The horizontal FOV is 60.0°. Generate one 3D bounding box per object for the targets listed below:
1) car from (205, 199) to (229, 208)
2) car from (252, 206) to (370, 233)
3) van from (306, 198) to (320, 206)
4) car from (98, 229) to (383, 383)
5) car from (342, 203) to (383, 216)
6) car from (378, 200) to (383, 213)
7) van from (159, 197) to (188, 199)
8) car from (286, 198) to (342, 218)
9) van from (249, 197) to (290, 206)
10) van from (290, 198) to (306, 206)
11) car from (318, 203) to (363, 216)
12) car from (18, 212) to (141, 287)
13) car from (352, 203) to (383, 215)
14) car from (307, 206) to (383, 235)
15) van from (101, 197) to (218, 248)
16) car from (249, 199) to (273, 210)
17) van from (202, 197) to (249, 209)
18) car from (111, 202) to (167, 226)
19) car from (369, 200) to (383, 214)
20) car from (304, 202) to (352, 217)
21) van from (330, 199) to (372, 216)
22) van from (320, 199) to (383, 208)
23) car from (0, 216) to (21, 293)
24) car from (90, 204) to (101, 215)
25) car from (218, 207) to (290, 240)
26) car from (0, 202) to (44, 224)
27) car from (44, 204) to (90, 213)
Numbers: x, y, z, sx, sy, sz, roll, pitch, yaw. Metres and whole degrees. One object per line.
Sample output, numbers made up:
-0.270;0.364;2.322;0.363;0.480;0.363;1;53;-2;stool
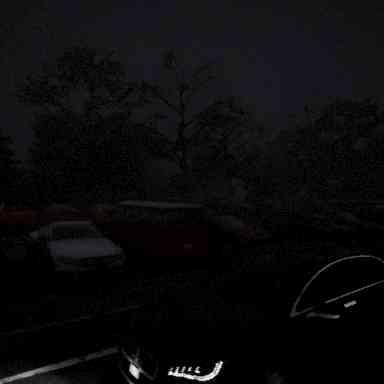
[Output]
0.451;1.652;28.383;1.946;1.575;5.366;1;0;-35;car
5.537;1.656;16.140;2.163;1.488;4.792;1;0;-35;car
11.449;1.675;36.570;1.878;1.987;4.442;2;-1;-35;van
1.413;1.541;4.687;4.892;1.490;1.837;1;0;-35;car
22.796;2.305;44.495;2.002;1.452;4.674;2;-1;-35;car
31.951;2.310;50.964;2.435;2.045;5.566;2;-1;-35;car
-1.981;1.401;27.024;1.878;1.987;4.442;1;0;-35;van
13.791;1.722;38.056;2.435;2.045;5.566;2;-1;-35;car
7.064;1.529;33.166;1.878;1.987;4.442;1;-1;-35;van
9.294;1.605;35.038;1.878;1.987;4.442;2;-1;-35;van
18.387;2.163;41.355;2.002;1.452;4.674;2;-1;-35;car
-3.532;1.552;9.734;2.002;1.452;4.674;1;0;-35;car
25.160;2.342;46.165;2.097;1.535;5.008;2;-1;-35;car
7.781;1.695;17.776;2.002;1.452;4.674;1;0;-35;car
-1.333;1.315;11.437;1.878;1.987;4.442;1;0;-35;van
4.855;1.712;31.746;2.097;1.535;5.008;1;0;-35;car
2.670;1.458;30.043;1.878;1.987;4.442;1;0;-35;van
-4.169;1.599;25.318;2.231;1.521;4.892;1;0;-35;car
29.694;2.237;49.360;2.435;2.045;5.566;2;-1;-35;car
16.132;2.050;39.748;2.097;1.535;5.008;2;-1;-35;car
20.478;1.967;42.987;1.878;1.987;4.442;2;-1;-35;van
10.115;1.457;19.288;1.878;1.987;4.442;1;0;-35;van
-5.810;1.513;8.148;2.163;1.488;4.792;1;0;-35;car
-6.427;1.570;23.714;2.097;1.535;5.008;1;0;-35;car
0.992;1.569;12.953;2.097;1.535;5.008;1;0;-35;car
-10.927;1.387;20.483;2.185;1.767;4.553;1;0;-35;car
-8.788;1.540;22.036;2.097;1.535;5.008;1;0;-35;car
